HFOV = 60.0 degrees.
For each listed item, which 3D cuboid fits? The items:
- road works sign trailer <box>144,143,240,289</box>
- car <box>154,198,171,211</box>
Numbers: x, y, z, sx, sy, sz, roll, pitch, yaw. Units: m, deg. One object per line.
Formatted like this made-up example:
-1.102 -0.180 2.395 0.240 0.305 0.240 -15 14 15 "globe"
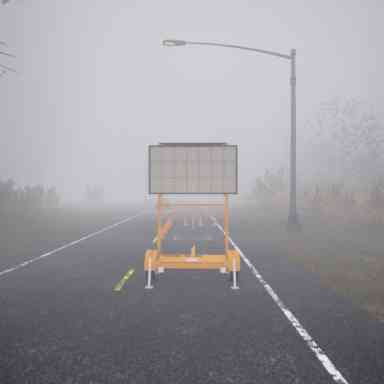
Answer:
0.031 0.460 9.138 2.380 3.560 2.880 0 0 1 "road works sign trailer"
-3.613 1.459 41.631 1.882 1.535 5.008 0 0 0 "car"
